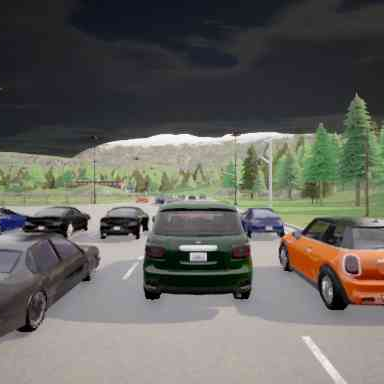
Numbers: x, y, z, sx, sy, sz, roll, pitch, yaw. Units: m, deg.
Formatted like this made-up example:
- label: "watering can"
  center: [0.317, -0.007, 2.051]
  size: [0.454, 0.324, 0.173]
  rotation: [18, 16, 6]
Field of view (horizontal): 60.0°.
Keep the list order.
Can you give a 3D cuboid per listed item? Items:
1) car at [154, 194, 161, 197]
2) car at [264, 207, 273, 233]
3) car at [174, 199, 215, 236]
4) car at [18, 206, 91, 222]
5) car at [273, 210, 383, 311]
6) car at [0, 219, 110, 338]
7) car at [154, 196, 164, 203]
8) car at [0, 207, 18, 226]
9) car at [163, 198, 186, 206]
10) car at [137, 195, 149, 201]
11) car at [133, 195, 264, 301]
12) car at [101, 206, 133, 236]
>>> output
- label: "car"
  center: [-4.810, 1.351, 59.827]
  size: [2.097, 1.767, 4.553]
  rotation: [0, 0, 16]
- label: "car"
  center: [3.610, 1.525, 17.877]
  size: [1.812, 1.442, 4.674]
  rotation: [0, 0, 0]
- label: "car"
  center: [0.111, 1.351, 19.216]
  size: [2.097, 1.767, 4.553]
  rotation: [0, 0, 0]
- label: "car"
  center: [-6.891, 1.478, 17.661]
  size: [1.882, 1.535, 5.008]
  rotation: [0, 0, 0]
- label: "car"
  center: [3.600, 1.351, 7.921]
  size: [2.097, 1.767, 4.553]
  rotation: [0, 0, 0]
- label: "car"
  center: [-3.401, 1.548, 6.705]
  size: [2.033, 1.411, 5.357]
  rotation: [0, 0, 0]
- label: "car"
  center: [-7.049, 1.525, 71.314]
  size: [1.812, 1.442, 4.674]
  rotation: [0, 0, 0]
- label: "car"
  center: [-10.391, 1.525, 17.617]
  size: [1.812, 1.442, 4.674]
  rotation: [0, 0, 0]
- label: "car"
  center: [-2.788, 1.601, 54.755]
  size: [1.895, 1.301, 4.718]
  rotation: [0, 0, 22]
- label: "car"
  center: [-10.552, 1.354, 72.174]
  size: [2.097, 1.767, 4.553]
  rotation: [0, 0, 0]
- label: "car"
  center: [0.107, 1.222, 8.484]
  size: [2.150, 2.045, 5.566]
  rotation: [0, 0, 0]
- label: "car"
  center: [-3.392, 1.478, 17.499]
  size: [1.882, 1.535, 5.008]
  rotation: [0, 0, 0]
